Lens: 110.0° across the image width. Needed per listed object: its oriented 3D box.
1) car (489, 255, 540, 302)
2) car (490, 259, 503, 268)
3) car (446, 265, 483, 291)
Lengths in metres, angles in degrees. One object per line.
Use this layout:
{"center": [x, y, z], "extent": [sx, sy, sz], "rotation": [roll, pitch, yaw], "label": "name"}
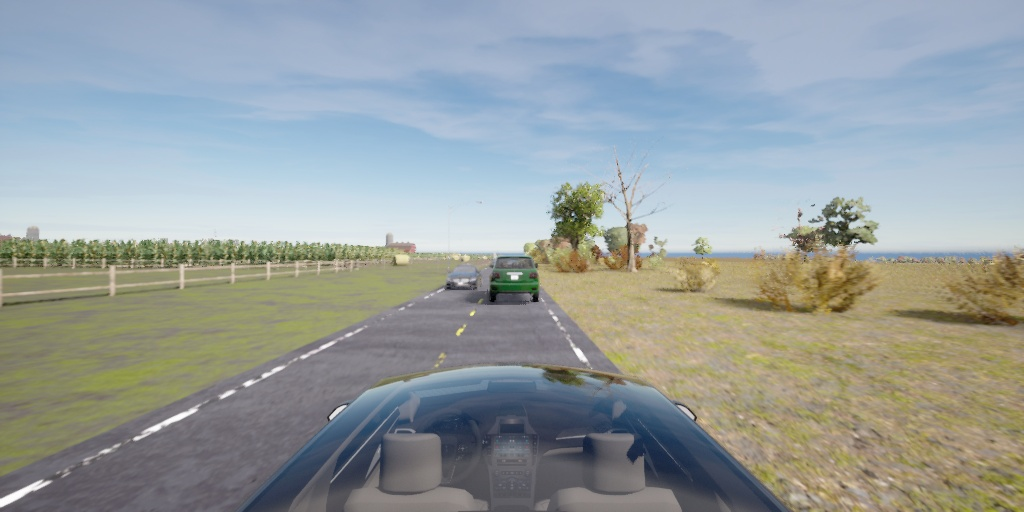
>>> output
{"center": [0.106, 0.965, 17.199], "extent": [2.150, 2.045, 5.566], "rotation": [0, 0, 0], "label": "car"}
{"center": [-2.750, 1.302, 63.850], "extent": [2.033, 1.411, 5.357], "rotation": [0, 0, 1], "label": "car"}
{"center": [-2.842, 1.268, 22.163], "extent": [1.812, 1.442, 4.674], "rotation": [0, 0, 0], "label": "car"}
